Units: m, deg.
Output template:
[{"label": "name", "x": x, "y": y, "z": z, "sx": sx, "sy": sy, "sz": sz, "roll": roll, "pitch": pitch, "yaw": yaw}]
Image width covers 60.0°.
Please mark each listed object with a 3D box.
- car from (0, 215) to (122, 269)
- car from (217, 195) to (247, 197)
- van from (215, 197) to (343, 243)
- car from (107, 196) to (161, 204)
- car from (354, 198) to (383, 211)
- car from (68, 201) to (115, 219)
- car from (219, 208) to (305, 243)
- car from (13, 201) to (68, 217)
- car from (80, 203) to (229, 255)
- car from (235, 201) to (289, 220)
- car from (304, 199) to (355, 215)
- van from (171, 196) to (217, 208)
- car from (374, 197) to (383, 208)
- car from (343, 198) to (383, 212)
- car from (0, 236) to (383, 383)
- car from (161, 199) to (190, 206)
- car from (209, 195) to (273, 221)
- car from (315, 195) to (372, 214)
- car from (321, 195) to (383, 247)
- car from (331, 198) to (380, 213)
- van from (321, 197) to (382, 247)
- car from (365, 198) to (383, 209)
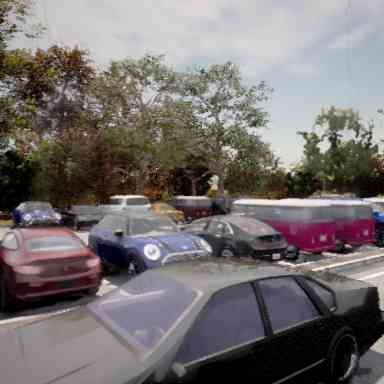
[{"label": "car", "x": -3.619, "y": 1.527, "z": 7.949, "sx": 2.002, "sy": 1.452, "sz": 4.674, "roll": 0, "pitch": 0, "yaw": -36}, {"label": "car", "x": 1.950, "y": 1.334, "z": 28.056, "sx": 2.435, "sy": 2.045, "sz": 5.566, "roll": 0, "pitch": 0, "yaw": -36}, {"label": "van", "x": 3.152, "y": 1.312, "z": 12.941, "sx": 1.878, "sy": 1.987, "sz": 4.442, "roll": 0, "pitch": 0, "yaw": -36}, {"label": "car", "x": -4.822, "y": 1.284, "z": 23.210, "sx": 2.435, "sy": 2.045, "sz": 5.566, "roll": 0, "pitch": 0, "yaw": -36}, {"label": "car", "x": 24.540, "y": 1.595, "z": 44.194, "sx": 2.231, "sy": 1.521, "sz": 4.892, "roll": 0, "pitch": 0, "yaw": -36}, {"label": "car", "x": -7.047, "y": 1.548, "z": 21.547, "sx": 2.163, "sy": 1.488, "sz": 4.792, "roll": 0, "pitch": 0, "yaw": -36}, {"label": "car", "x": 0.942, "y": 1.522, "z": 11.208, "sx": 2.231, "sy": 1.521, "sz": 4.892, "roll": 0, "pitch": 0, "yaw": -36}, {"label": "car", "x": -9.339, "y": 1.376, "z": 19.980, "sx": 2.185, "sy": 1.767, "sz": 4.553, "roll": 0, "pitch": 0, "yaw": -36}, {"label": "car", "x": -1.358, "y": 1.378, "z": 9.608, "sx": 2.185, "sy": 1.767, "sz": 4.553, "roll": 0, "pitch": 0, "yaw": -36}, {"label": "car", "x": 6.463, "y": 1.637, "z": 31.286, "sx": 2.163, "sy": 1.488, "sz": 4.792, "roll": 0, "pitch": 0, "yaw": -36}, {"label": "car", "x": 15.519, "y": 1.615, "z": 37.723, "sx": 2.231, "sy": 1.521, "sz": 4.892, "roll": 0, "pitch": 0, "yaw": -36}, {"label": "van", "x": -0.360, "y": 1.343, "z": 26.512, "sx": 1.878, "sy": 1.987, "sz": 4.442, "roll": 0, "pitch": 0, "yaw": -36}, {"label": "car", "x": 29.165, "y": 1.581, "z": 47.268, "sx": 1.946, "sy": 1.575, "sz": 5.366, "roll": 0, "pitch": 0, "yaw": -36}, {"label": "car", "x": 22.283, "y": 1.599, "z": 42.578, "sx": 2.097, "sy": 1.535, "sz": 5.008, "roll": 0, "pitch": 0, "yaw": -36}, {"label": "car", "x": 0.183, "y": 1.559, "z": 3.817, "sx": 5.357, "sy": 1.411, "sz": 2.033, "roll": 0, "pitch": 0, "yaw": -36}, {"label": "car", "x": -2.657, "y": 1.549, "z": 24.953, "sx": 1.946, "sy": 1.575, "sz": 5.366, "roll": 0, "pitch": 0, "yaw": -36}, {"label": "car", "x": 4.241, "y": 1.346, "z": 29.625, "sx": 2.435, "sy": 2.045, "sz": 5.566, "roll": 0, "pitch": 0, "yaw": -36}, {"label": "car", "x": 17.788, "y": 1.357, "z": 39.319, "sx": 2.435, "sy": 2.045, "sz": 5.566, "roll": 0, "pitch": 0, "yaw": -36}, {"label": "car", "x": 7.796, "y": 1.321, "z": 16.086, "sx": 2.435, "sy": 2.045, "sz": 5.566, "roll": 0, "pitch": 0, "yaw": -36}, {"label": "car", "x": 20.026, "y": 1.604, "z": 40.962, "sx": 2.097, "sy": 1.535, "sz": 5.008, "roll": 0, "pitch": 0, "yaw": -36}, {"label": "van", "x": 5.431, "y": 1.329, "z": 14.572, "sx": 1.878, "sy": 1.987, "sz": 4.442, "roll": 0, "pitch": 0, "yaw": -36}, {"label": "car", "x": 26.783, "y": 1.619, "z": 45.828, "sx": 2.163, "sy": 1.488, "sz": 4.792, "roll": 0, "pitch": 0, "yaw": -36}]
